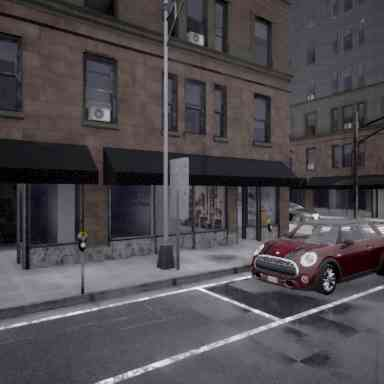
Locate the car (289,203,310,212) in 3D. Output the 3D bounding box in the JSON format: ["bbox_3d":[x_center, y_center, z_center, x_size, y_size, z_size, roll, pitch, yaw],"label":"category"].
[{"bbox_3d":[7.031,1.538,24.605,2.128,1.511,4.902,0,0,-35],"label":"car"}]

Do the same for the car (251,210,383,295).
[{"bbox_3d":[3.430,1.440,8.650,4.097,1.590,1.967,0,0,-36],"label":"car"}]
